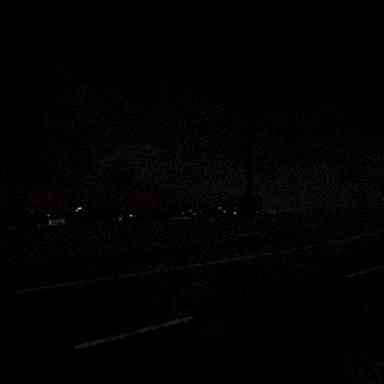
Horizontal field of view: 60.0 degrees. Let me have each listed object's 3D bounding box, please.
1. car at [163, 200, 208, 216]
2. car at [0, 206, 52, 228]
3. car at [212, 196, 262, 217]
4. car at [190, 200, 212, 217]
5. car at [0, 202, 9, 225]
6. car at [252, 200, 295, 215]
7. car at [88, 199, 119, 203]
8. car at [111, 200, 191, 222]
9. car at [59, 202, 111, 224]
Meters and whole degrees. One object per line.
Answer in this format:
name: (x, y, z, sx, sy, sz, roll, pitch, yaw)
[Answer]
car: (-0.618, 1.644, 35.469, 2.128, 1.511, 4.902, 0, 0, 41)
car: (-10.267, 1.507, 18.052, 4.902, 1.511, 2.128, 0, 0, -35)
car: (4.637, 1.366, 30.844, 2.150, 2.045, 5.566, 0, 0, 41)
car: (2.019, 1.699, 33.167, 2.033, 1.411, 5.357, 0, 0, 41)
car: (-15.508, 1.498, 22.902, 4.902, 1.511, 2.128, 0, 0, -35)
car: (7.292, 1.684, 28.564, 1.812, 1.442, 4.674, 0, 0, 41)
car: (-8.073, 1.422, 28.343, 4.553, 1.767, 2.097, 0, 0, -38)
car: (-2.833, 1.571, 23.600, 4.902, 1.511, 2.128, 0, 0, -38)
car: (-7.223, 1.660, 24.565, 4.718, 1.301, 1.895, 0, 0, -35)
